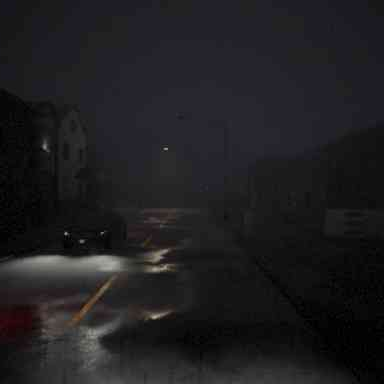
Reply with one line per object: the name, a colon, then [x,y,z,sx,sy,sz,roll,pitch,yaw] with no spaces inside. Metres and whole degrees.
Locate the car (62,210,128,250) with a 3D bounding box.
car: [-4.003,1.517,14.428,1.812,1.442,4.674,0,0,0]
